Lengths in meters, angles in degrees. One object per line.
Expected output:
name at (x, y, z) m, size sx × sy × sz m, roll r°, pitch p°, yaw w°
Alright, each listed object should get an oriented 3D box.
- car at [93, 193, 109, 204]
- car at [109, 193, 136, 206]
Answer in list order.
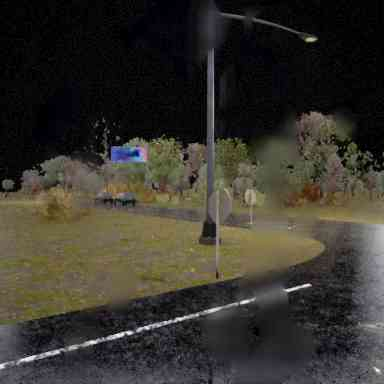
car at (-16.281, 1.118, 60.992) m, size 2.150 × 2.045 × 5.566 m, roll 0°, pitch 0°, yaw -34°
car at (-10.775, 1.136, 52.800) m, size 2.150 × 2.045 × 5.566 m, roll 0°, pitch 0°, yaw -33°
